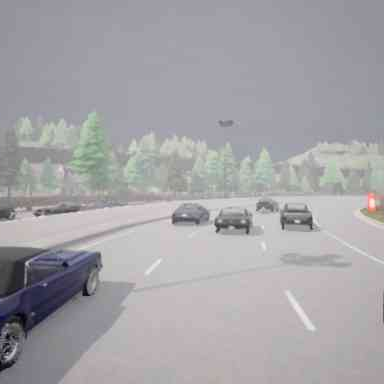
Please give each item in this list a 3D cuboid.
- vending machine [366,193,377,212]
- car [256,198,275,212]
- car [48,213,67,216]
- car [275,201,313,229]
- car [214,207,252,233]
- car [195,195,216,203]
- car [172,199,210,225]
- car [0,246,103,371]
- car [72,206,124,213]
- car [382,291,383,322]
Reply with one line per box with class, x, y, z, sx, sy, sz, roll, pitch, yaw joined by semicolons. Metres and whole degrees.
vending machine;20.093;1.151;37.206;1.100;2.100;0.880;0;0;28
car;8.393;1.412;36.794;1.837;1.490;4.892;0;0;24
car;-10.335;1.463;26.525;1.895;1.301;4.718;0;0;16
car;6.566;1.445;21.162;2.128;1.511;4.902;0;0;14
car;2.513;1.544;19.345;1.895;1.301;4.718;0;0;12
car;2.495;1.356;61.993;1.994;1.385;4.181;0;0;35
car;0.005;1.481;23.669;1.994;1.385;4.181;0;0;15
car;-3.086;1.567;5.600;1.895;1.301;4.718;0;0;4
car;-6.927;1.372;25.590;2.128;1.511;4.902;0;0;16
car;3.804;1.496;3.239;2.128;1.511;4.902;0;0;3
